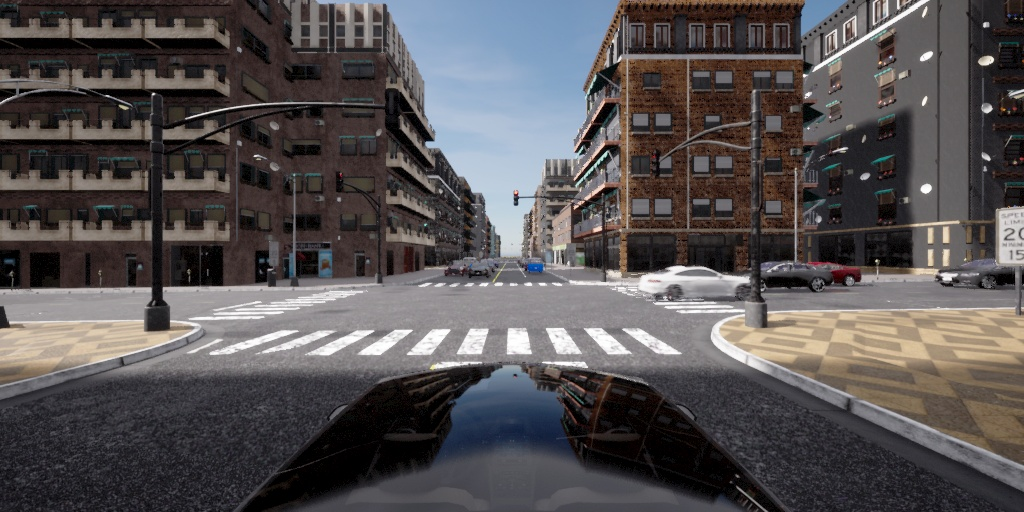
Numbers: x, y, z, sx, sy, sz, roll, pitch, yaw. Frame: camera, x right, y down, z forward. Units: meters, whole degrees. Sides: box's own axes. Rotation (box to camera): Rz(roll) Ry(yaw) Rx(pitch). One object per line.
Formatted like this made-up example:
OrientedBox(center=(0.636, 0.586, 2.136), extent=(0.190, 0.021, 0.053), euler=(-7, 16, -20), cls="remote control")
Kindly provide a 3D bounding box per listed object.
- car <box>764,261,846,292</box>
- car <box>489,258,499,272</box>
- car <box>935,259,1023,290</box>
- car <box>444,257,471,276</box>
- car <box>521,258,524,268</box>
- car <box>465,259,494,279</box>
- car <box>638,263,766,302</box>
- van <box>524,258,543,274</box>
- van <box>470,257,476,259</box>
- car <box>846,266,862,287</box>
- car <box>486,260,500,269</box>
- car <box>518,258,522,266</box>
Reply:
OrientedBox(center=(13.535, 1.036, 18.360), extent=(4.902, 1.511, 2.128), euler=(-1, 0, 0), cls="car")
OrientedBox(center=(-2.960, 1.287, 43.561), extent=(2.033, 1.411, 5.357), euler=(0, 0, 0), cls="car")
OrientedBox(center=(24.767, 0.882, 18.383), extent=(4.902, 1.511, 2.128), euler=(-1, 0, 0), cls="car")
OrientedBox(center=(-5.534, 1.182, 35.889), extent=(1.967, 1.591, 4.097), euler=(0, 0, 0), cls="car")
OrientedBox(center=(2.541, 1.283, 47.074), extent=(1.888, 1.381, 4.507), euler=(0, 0, 0), cls="car")
OrientedBox(center=(-2.929, 1.248, 33.180), extent=(1.837, 1.490, 4.892), euler=(0, 0, 0), cls="car")
OrientedBox(center=(7.899, 1.148, 15.483), extent=(4.674, 1.442, 1.812), euler=(-1, 0, 0), cls="car")
OrientedBox(center=(2.592, 1.081, 40.870), extent=(1.690, 1.789, 3.998), euler=(0, 0, 0), cls="van")
OrientedBox(center=(-5.528, 1.079, 47.053), extent=(1.690, 1.789, 3.998), euler=(0, 0, 0), cls="van")
OrientedBox(center=(17.550, 1.033, 20.827), extent=(4.507, 1.381, 1.888), euler=(0, 0, 0), cls="car")
OrientedBox(center=(-2.972, 1.336, 56.381), extent=(1.895, 1.301, 4.718), euler=(0, 0, 0), cls="car")
OrientedBox(center=(2.419, 1.300, 58.236), extent=(1.948, 1.339, 4.313), euler=(0, 0, 0), cls="car")
